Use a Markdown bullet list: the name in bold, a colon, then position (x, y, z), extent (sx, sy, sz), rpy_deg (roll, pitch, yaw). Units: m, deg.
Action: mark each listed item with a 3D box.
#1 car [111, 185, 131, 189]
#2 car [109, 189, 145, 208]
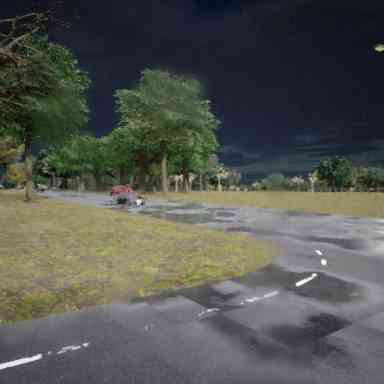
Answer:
- **car**: position (-11.965, -0.075, 55.422), extent (2.150, 2.045, 5.566), rpy_deg (-1, 2, -35)
- **car**: position (-6.833, 0.803, 36.067), extent (2.128, 1.511, 4.902), rpy_deg (-1, 2, -35)
